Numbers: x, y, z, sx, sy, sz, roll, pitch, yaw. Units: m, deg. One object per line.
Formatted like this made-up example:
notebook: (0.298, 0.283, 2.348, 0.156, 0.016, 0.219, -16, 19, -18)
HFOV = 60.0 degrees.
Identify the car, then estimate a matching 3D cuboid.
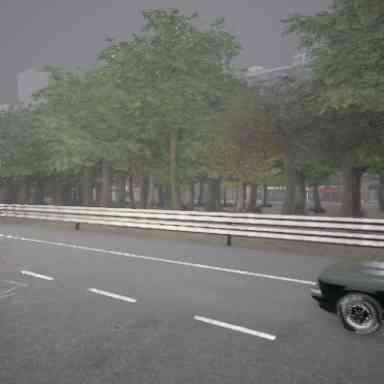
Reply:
car: (4.377, 1.602, 5.045, 4.718, 1.301, 1.895, 0, 0, 35)
